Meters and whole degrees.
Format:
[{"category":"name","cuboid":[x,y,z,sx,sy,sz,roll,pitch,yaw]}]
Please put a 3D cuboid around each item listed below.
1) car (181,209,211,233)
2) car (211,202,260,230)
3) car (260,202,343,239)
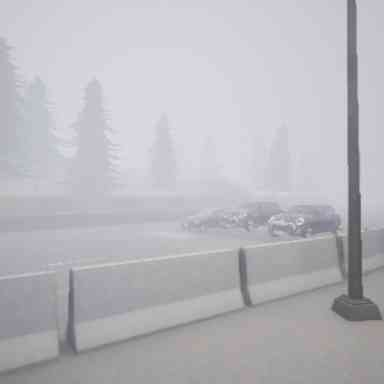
[{"category":"car","cuboid":[1.397,1.883,22.765,4.674,1.442,1.812,0,-1,-41]},{"category":"car","cuboid":[3.699,1.309,20.139,4.553,1.767,2.097,0,-1,-41]},{"category":"car","cuboid":[5.982,1.407,17.483,4.553,1.767,2.097,0,-1,-41]}]
